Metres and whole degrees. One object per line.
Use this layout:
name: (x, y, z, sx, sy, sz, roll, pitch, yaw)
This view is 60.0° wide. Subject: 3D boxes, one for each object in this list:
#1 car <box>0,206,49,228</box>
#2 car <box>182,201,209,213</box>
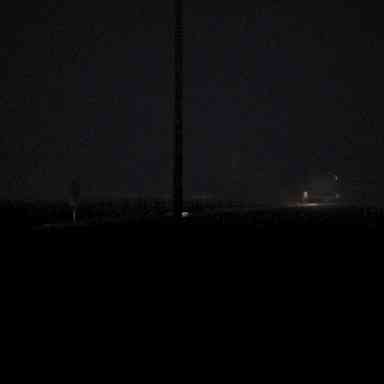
car: (-11.479, 1.536, 20.035, 2.033, 1.411, 5.357, 0, -1, 35)
car: (0.084, 1.777, 41.679, 2.033, 1.411, 5.357, 0, -1, 35)
